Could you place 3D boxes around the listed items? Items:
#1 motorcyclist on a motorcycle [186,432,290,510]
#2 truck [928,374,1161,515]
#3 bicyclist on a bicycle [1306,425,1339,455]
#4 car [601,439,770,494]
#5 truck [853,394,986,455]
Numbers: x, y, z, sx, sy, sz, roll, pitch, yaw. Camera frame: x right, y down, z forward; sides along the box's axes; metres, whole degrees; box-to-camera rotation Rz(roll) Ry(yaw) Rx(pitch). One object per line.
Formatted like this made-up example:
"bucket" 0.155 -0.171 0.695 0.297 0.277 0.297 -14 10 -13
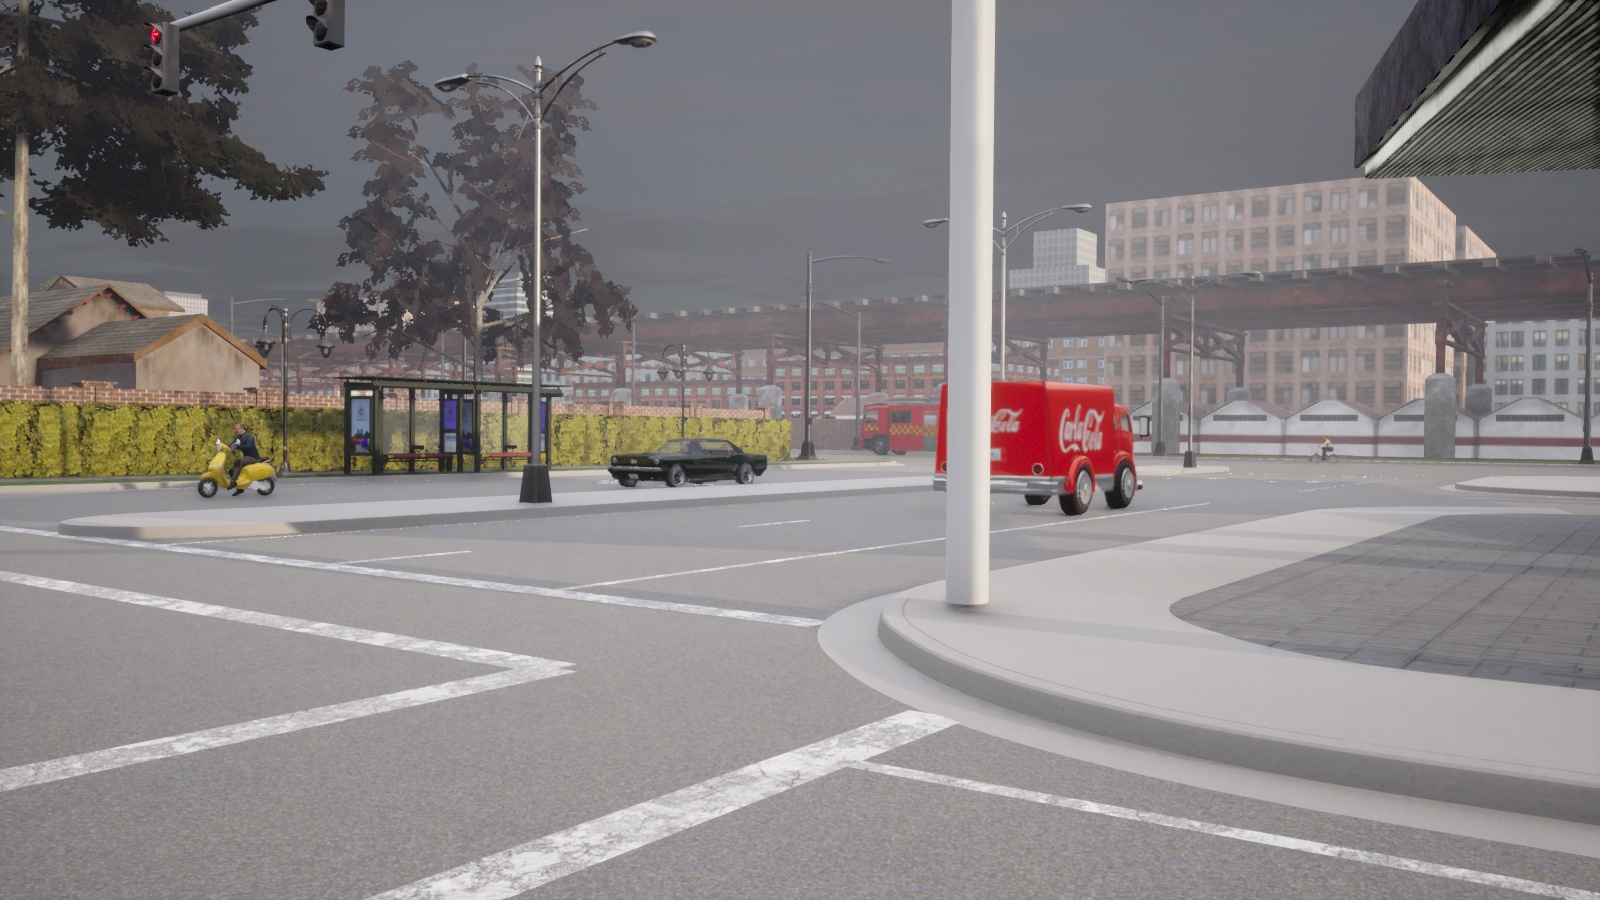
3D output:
"motorcyclist on a motorcycle" -11.985 0.427 26.842 0.866 1.590 1.817 0 1 35
"truck" 4.966 -0.140 24.877 2.627 2.467 5.204 0 1 35
"bicyclist on a bicycle" 28.581 -0.530 68.752 1.509 1.612 0.866 0 1 35
"car" -2.978 0.398 33.583 1.895 1.301 4.718 0 1 35
"truck" 7.874 -1.642 83.347 8.468 3.827 2.891 0 1 35
